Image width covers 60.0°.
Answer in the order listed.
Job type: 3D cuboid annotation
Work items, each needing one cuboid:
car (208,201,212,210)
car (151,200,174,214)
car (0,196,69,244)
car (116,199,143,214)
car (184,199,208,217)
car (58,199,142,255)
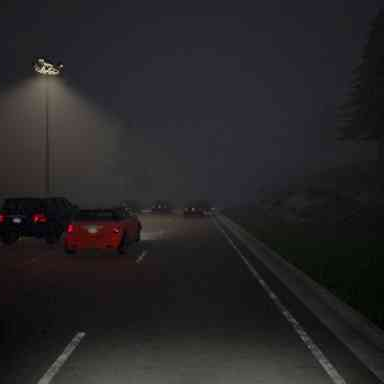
[{"bbox_3d":[1.339,1.564,42.091,1.994,1.385,4.181,0,0,11],"label":"car"},{"bbox_3d":[-3.150,1.547,36.089,2.033,1.411,5.357,0,0,3],"label":"car"},{"bbox_3d":[-6.900,1.221,15.842,2.150,2.045,5.566,0,0,0],"label":"car"},{"bbox_3d":[-6.633,1.501,35.879,1.837,1.490,4.892,0,-1,3],"label":"car"},{"bbox_3d":[0.177,1.548,31.436,2.033,1.411,5.357,0,0,1],"label":"car"},{"bbox_3d":[-3.400,1.352,13.510,2.097,1.767,4.553,0,0,0],"label":"car"}]
